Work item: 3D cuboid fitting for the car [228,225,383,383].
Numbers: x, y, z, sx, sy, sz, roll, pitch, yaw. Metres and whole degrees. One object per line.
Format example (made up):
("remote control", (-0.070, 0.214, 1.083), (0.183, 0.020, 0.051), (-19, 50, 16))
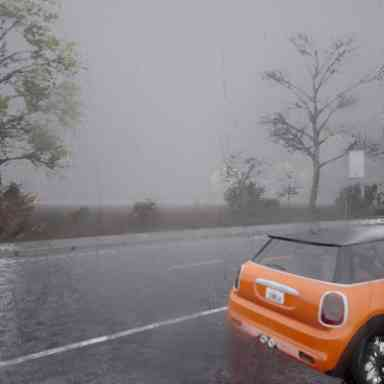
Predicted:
("car", (2.845, 1.341, 5.396), (4.553, 1.767, 2.097), (0, 0, -33))
